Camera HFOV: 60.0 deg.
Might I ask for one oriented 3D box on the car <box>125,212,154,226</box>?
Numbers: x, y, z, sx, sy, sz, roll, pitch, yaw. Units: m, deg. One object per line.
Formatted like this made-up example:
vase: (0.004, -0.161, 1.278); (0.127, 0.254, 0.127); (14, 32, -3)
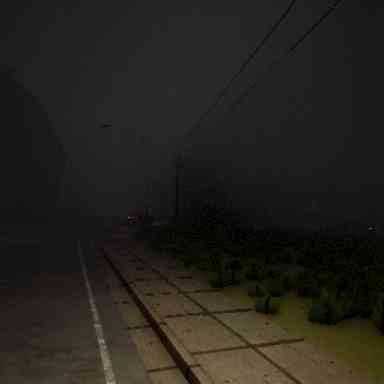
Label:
car: (-5.828, 3.050, 37.649); (2.128, 1.511, 4.902); (1, -2, 14)

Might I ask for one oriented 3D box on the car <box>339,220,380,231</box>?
car: (18.683, 3.944, 37.367); (1.812, 1.442, 4.674); (3, -3, -24)
